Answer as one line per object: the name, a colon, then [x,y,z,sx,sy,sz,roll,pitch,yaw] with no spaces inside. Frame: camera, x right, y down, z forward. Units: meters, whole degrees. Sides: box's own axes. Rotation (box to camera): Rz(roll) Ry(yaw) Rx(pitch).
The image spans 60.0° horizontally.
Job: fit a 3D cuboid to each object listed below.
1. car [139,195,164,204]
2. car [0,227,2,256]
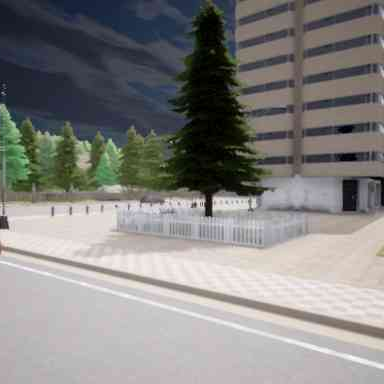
car: [-6.099,1.162,50.681,1.994,1.385,4.181,1,0,36]
car: [-7.479,1.088,9.283,5.566,2.045,2.150,1,0,36]
